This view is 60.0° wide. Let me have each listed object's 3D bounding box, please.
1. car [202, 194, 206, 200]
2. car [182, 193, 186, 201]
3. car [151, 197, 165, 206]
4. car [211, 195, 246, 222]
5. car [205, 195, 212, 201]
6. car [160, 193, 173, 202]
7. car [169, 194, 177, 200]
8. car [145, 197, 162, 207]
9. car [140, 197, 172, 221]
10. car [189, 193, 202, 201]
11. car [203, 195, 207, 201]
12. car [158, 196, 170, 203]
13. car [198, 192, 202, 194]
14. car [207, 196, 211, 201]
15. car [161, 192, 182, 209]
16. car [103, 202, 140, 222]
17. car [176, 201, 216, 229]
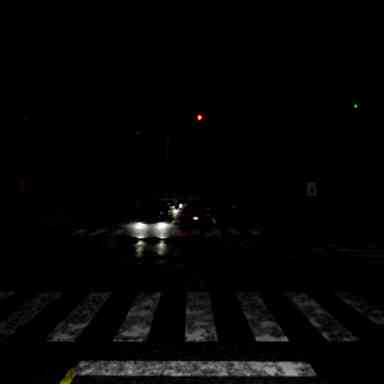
[{"bbox_3d":[3.091,1.303,53.074,1.967,1.590,4.097,0,0,0],"label":"car"},{"bbox_3d":[-2.625,1.375,60.536,2.128,1.511,4.902,0,0,0],"label":"car"},{"bbox_3d":[-5.434,1.445,53.121,1.802,1.307,4.206,0,0,0],"label":"car"},{"bbox_3d":[2.920,1.239,25.792,2.192,1.841,5.009,0,0,0],"label":"car"},{"bbox_3d":[3.023,1.438,42.161,2.008,1.369,4.403,0,0,0],"label":"car"},{"bbox_3d":[-5.331,1.142,69.491,2.192,1.841,5.009,0,0,0],"label":"car"},{"bbox_3d":[-5.195,1.228,91.319,1.967,1.590,4.097,0,0,0],"label":"car"},{"bbox_3d":[-5.468,1.457,47.664,1.802,1.307,4.206,0,0,0],"label":"car"},{"bbox_3d":[-2.939,1.401,26.323,1.882,1.535,5.008,0,1,0],"label":"car"},{"bbox_3d":[0.404,1.381,56.414,1.812,1.442,4.674,0,0,1],"label":"car"},{"bbox_3d":[3.057,1.426,47.617,2.008,1.369,4.403,0,0,0],"label":"car"},{"bbox_3d":[-5.365,1.421,64.035,1.802,1.307,4.206,0,0,0],"label":"car"},{"bbox_3d":[2.830,1.318,76.449,1.837,1.490,4.892,0,0,0],"label":"car"},{"bbox_3d":[2.989,1.465,36.704,1.947,1.339,4.313,0,0,0],"label":"car"},{"bbox_3d":[-2.824,1.108,43.273,2.150,2.045,5.566,0,0,0],"label":"car"},{"bbox_3d":[-5.605,1.490,25.836,1.947,1.339,4.313,0,0,0],"label":"car"},{"bbox_3d":[0.230,1.500,21.334,1.994,1.385,4.181,0,0,0],"label":"car"}]
